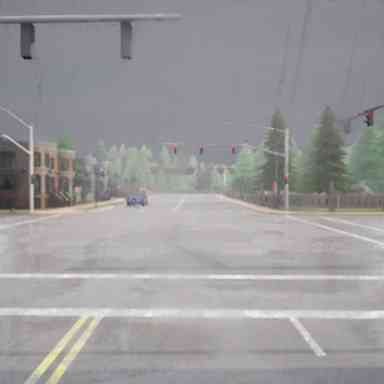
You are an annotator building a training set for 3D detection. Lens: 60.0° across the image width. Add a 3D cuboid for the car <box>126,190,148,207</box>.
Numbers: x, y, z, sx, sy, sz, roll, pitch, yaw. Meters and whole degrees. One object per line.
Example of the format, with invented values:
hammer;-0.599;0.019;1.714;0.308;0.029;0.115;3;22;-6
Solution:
car;-6.999;0.813;43.135;2.150;2.045;5.566;0;2;0
